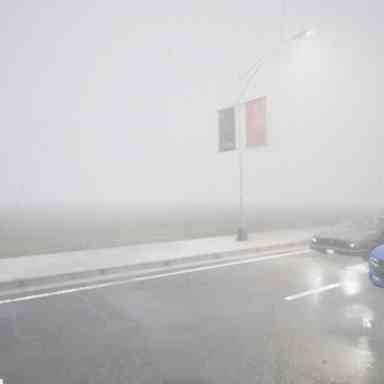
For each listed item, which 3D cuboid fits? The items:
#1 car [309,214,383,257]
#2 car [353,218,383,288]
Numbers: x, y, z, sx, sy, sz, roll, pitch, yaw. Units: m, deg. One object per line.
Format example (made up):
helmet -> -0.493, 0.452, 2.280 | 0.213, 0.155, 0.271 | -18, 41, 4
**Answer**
car -> 6.687, 1.556, 12.409 | 5.357, 1.411, 2.033 | 0, 0, -36
car -> 6.264, 1.482, 8.130 | 5.008, 1.535, 1.882 | 0, 0, -35
